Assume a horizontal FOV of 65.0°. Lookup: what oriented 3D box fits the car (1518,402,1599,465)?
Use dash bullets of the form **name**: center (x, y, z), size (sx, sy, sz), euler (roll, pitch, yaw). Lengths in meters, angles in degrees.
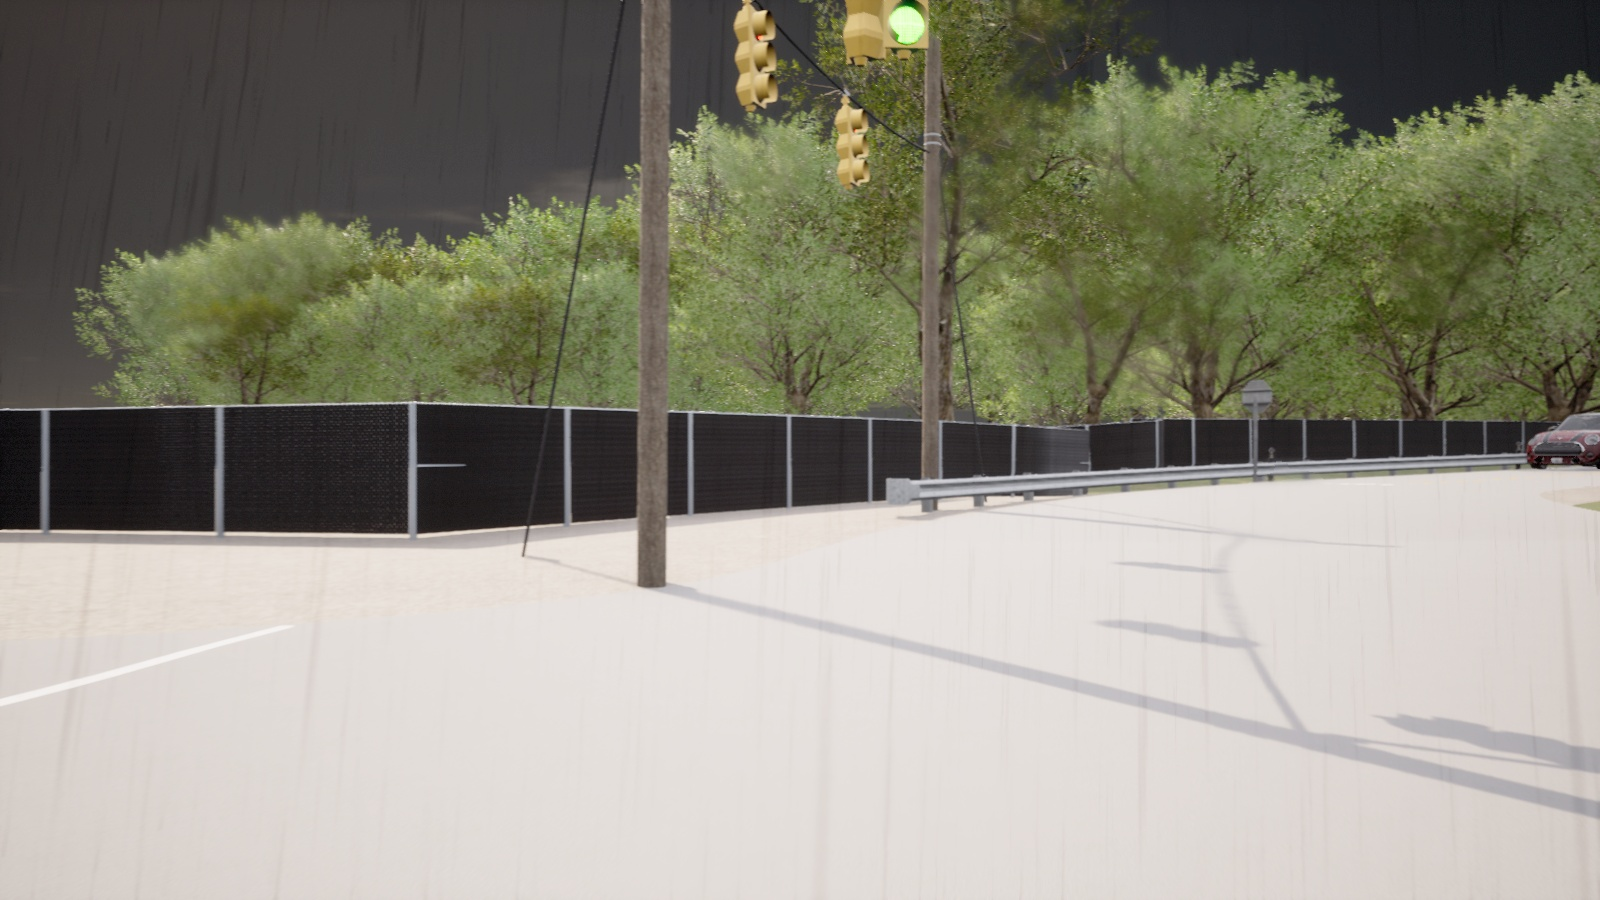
- **car**: center (23.693, -0.513, 37.445), size (4.553, 1.767, 2.097), euler (-2, 1, -33)
